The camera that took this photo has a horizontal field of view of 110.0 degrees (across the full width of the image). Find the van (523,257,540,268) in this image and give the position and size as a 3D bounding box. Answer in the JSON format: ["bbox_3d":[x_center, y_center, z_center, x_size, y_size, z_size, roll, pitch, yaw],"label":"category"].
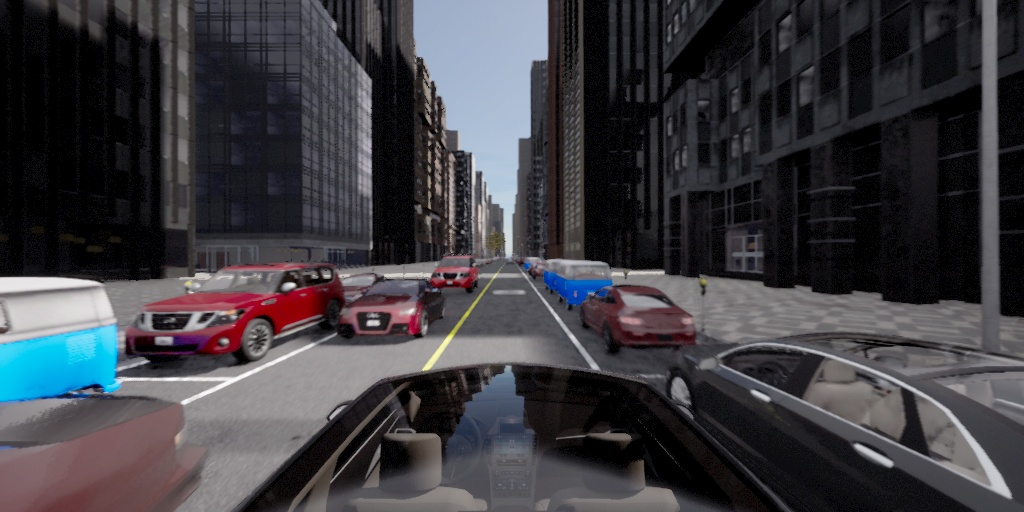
[{"bbox_3d":[2.544,1.084,42.576,1.690,1.789,3.998,0,0,0],"label":"van"}]

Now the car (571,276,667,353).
[{"bbox_3d":[2.739,1.318,8.512,1.802,1.307,4.207,0,0,0],"label":"car"}]

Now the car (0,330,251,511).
[{"bbox_3d":[-3.081,1.312,0.137,2.033,1.411,5.357,0,0,0],"label":"car"}]

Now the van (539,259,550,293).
[{"bbox_3d":[2.674,1.076,19.866,1.690,1.789,3.998,0,0,0],"label":"van"}]

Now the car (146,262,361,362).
[{"bbox_3d":[-5.786,1.088,8.461,2.192,1.841,5.009,0,0,0],"label":"car"}]

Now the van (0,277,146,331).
[{"bbox_3d":[-5.754,1.116,2.784,1.690,1.789,3.998,0,0,0],"label":"van"}]

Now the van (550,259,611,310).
[{"bbox_3d":[2.706,1.076,14.190,1.690,1.789,3.998,0,0,0],"label":"van"}]

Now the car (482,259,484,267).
[{"bbox_3d":[-6.077,1.314,59.386,1.751,1.417,4.829,0,0,0],"label":"car"}]

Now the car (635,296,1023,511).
[{"bbox_3d":[2.771,1.288,2.834,2.007,1.370,4.403,0,0,0],"label":"car"}]

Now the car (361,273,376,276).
[{"bbox_3d":[-5.819,1.354,14.139,1.802,1.307,4.207,0,0,0],"label":"car"}]

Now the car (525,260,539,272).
[{"bbox_3d":[2.576,1.323,36.898,1.802,1.307,4.207,0,0,0],"label":"car"}]

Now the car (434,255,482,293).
[{"bbox_3d":[-3.191,0.980,21.032,2.150,2.045,5.566,0,0,0],"label":"car"}]

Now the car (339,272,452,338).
[{"bbox_3d":[-3.128,1.325,10.107,1.994,1.385,4.181,0,0,0],"label":"car"}]

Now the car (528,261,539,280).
[{"bbox_3d":[2.609,1.320,31.221,1.802,1.307,4.207,0,0,0],"label":"car"}]

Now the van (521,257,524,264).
[{"bbox_3d":[2.512,1.087,48.254,1.690,1.789,3.998,0,0,0],"label":"van"}]
